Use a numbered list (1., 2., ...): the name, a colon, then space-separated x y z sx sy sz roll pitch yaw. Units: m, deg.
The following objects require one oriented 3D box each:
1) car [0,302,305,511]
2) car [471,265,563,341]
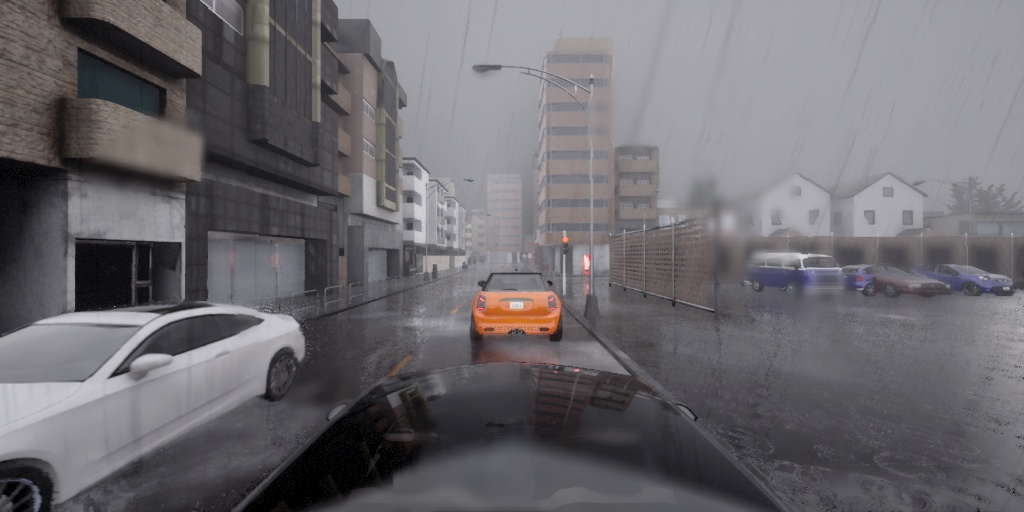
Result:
1. car: -4.091 1.275 3.736 1.812 1.442 4.674 0 0 0
2. car: 0.102 1.102 10.009 2.097 1.767 4.553 0 0 0
